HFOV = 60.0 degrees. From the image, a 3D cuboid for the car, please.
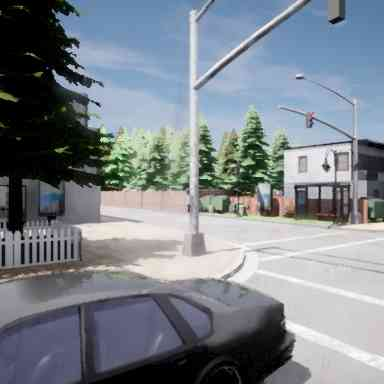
[{"bbox_3d":[-1.331,1.547,3.052,5.357,1.411,2.033,0,0,-36],"label":"car"}]
